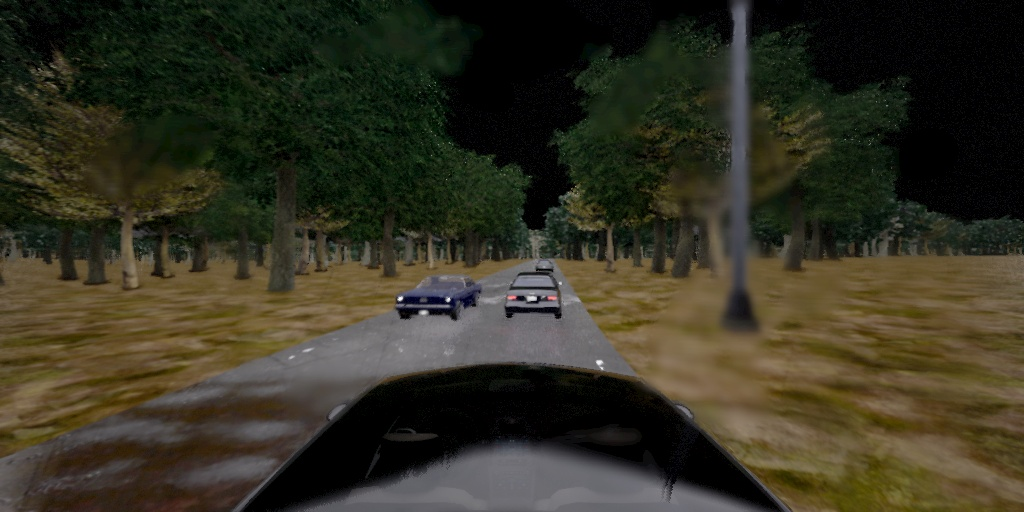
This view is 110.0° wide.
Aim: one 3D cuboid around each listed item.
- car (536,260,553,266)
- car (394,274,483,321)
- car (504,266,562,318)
[{"bbox_3d":[3.650,1.116,40.342,1.994,1.385,4.181,0,0,6],"label":"car"},{"bbox_3d":[-2.354,1.334,12.599,1.895,1.301,4.718,0,0,6],"label":"car"},{"bbox_3d":[0.824,1.280,12.953,2.033,1.411,5.357,0,0,6],"label":"car"}]
